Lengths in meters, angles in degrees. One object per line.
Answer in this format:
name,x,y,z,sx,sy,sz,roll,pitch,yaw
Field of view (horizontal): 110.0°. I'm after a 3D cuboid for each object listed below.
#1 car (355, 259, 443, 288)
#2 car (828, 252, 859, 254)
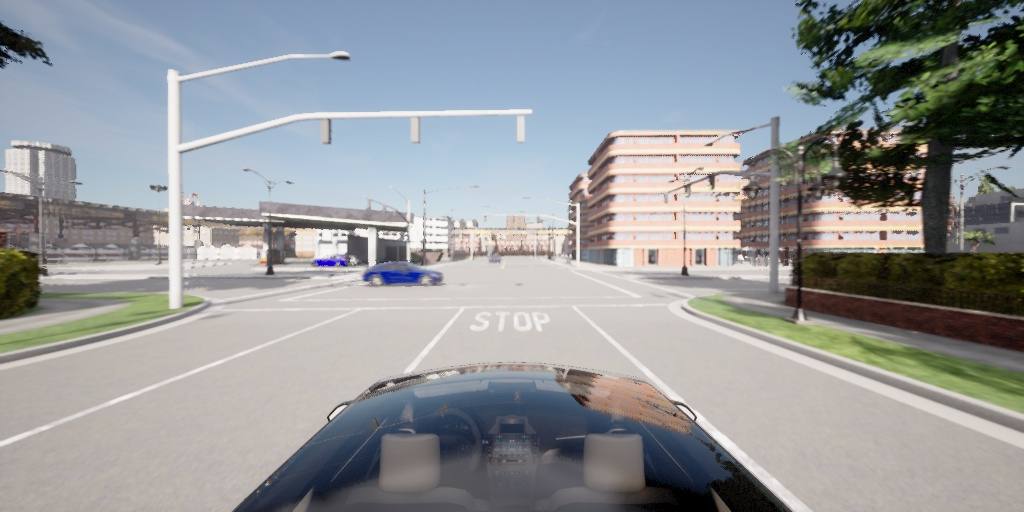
car,-6.448,1.072,21.328,4.674,1.442,1.812,0,1,0
car,32.308,0.631,36.103,5.566,2.045,2.150,0,1,1
